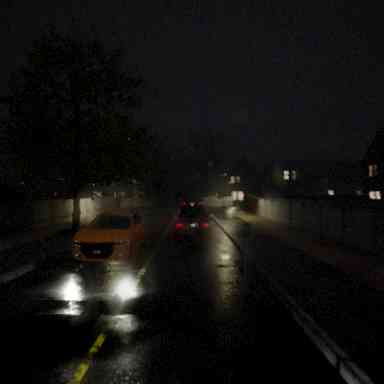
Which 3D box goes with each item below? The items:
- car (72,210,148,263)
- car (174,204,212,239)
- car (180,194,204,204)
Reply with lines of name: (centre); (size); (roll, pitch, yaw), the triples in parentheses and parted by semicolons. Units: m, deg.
car: (-2.789, 1.481, 12.213); (1.882, 1.535, 5.008); (0, 0, 0)
car: (0.046, 1.554, 17.447); (2.033, 1.411, 5.357); (0, 0, 0)
car: (-0.003, 1.239, 32.687); (2.150, 2.045, 5.566); (0, 0, 0)
